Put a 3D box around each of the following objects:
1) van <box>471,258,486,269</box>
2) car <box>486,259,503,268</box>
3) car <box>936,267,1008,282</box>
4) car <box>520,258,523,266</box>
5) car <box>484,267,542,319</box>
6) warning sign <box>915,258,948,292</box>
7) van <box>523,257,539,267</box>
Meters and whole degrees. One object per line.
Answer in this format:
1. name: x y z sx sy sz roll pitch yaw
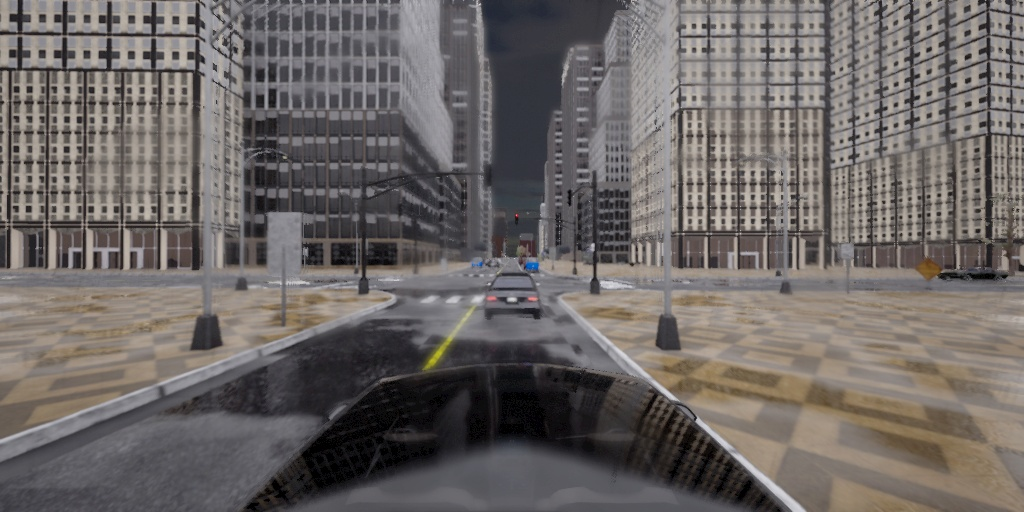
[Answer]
1. van: -5.779 1.134 59.193 1.690 1.789 3.998 0 0 0
2. car: -3.133 1.286 61.104 2.128 1.511 4.902 0 0 1
3. car: 42.152 1.689 32.942 4.718 1.301 1.895 0 0 -2
4. car: 2.604 1.334 53.626 1.888 1.381 4.507 0 0 0
5. car: 0.065 1.307 12.831 2.033 1.411 5.357 0 0 1
6. warning sign: 22.993 1.015 19.755 1.060 1.860 1.300 0 0 -1
7. van: 2.675 1.126 48.088 1.690 1.789 3.998 0 0 0
